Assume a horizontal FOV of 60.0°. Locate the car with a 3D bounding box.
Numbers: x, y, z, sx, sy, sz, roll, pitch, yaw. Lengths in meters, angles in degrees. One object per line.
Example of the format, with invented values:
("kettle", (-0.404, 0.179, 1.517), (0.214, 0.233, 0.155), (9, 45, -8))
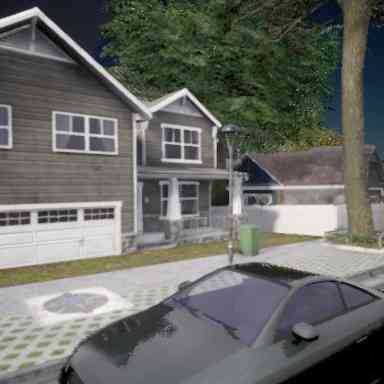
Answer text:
("car", (0.759, 1.573, 3.745), (4.181, 1.385, 1.994), (0, 0, -37))
